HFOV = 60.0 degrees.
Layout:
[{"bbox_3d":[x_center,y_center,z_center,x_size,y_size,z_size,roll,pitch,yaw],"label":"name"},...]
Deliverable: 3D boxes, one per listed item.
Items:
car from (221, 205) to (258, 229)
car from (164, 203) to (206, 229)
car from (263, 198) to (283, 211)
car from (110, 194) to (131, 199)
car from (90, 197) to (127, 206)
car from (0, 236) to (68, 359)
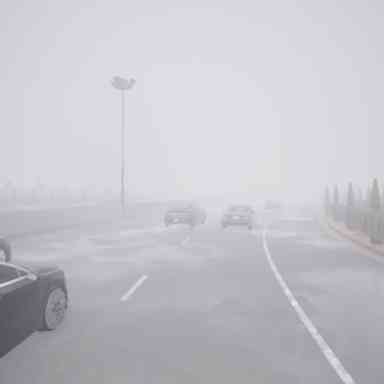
[{"bbox_3d":[3.144,1.540,21.556,2.033,1.411,5.357,0,0,15],"label":"car"},{"bbox_3d":[-0.337,1.467,21.809,2.128,1.511,4.902,0,0,14],"label":"car"},{"bbox_3d":[10.133,1.530,41.490,1.812,1.442,4.674,0,0,20],"label":"car"},{"bbox_3d":[-10.418,0.978,46.793,2.097,1.767,4.553,0,0,21],"label":"car"},{"bbox_3d":[-8.354,1.454,32.229,1.812,1.442,4.674,0,0,19],"label":"car"},{"bbox_3d":[-3.157,1.473,3.914,2.128,1.511,4.902,0,0,3],"label":"car"}]
